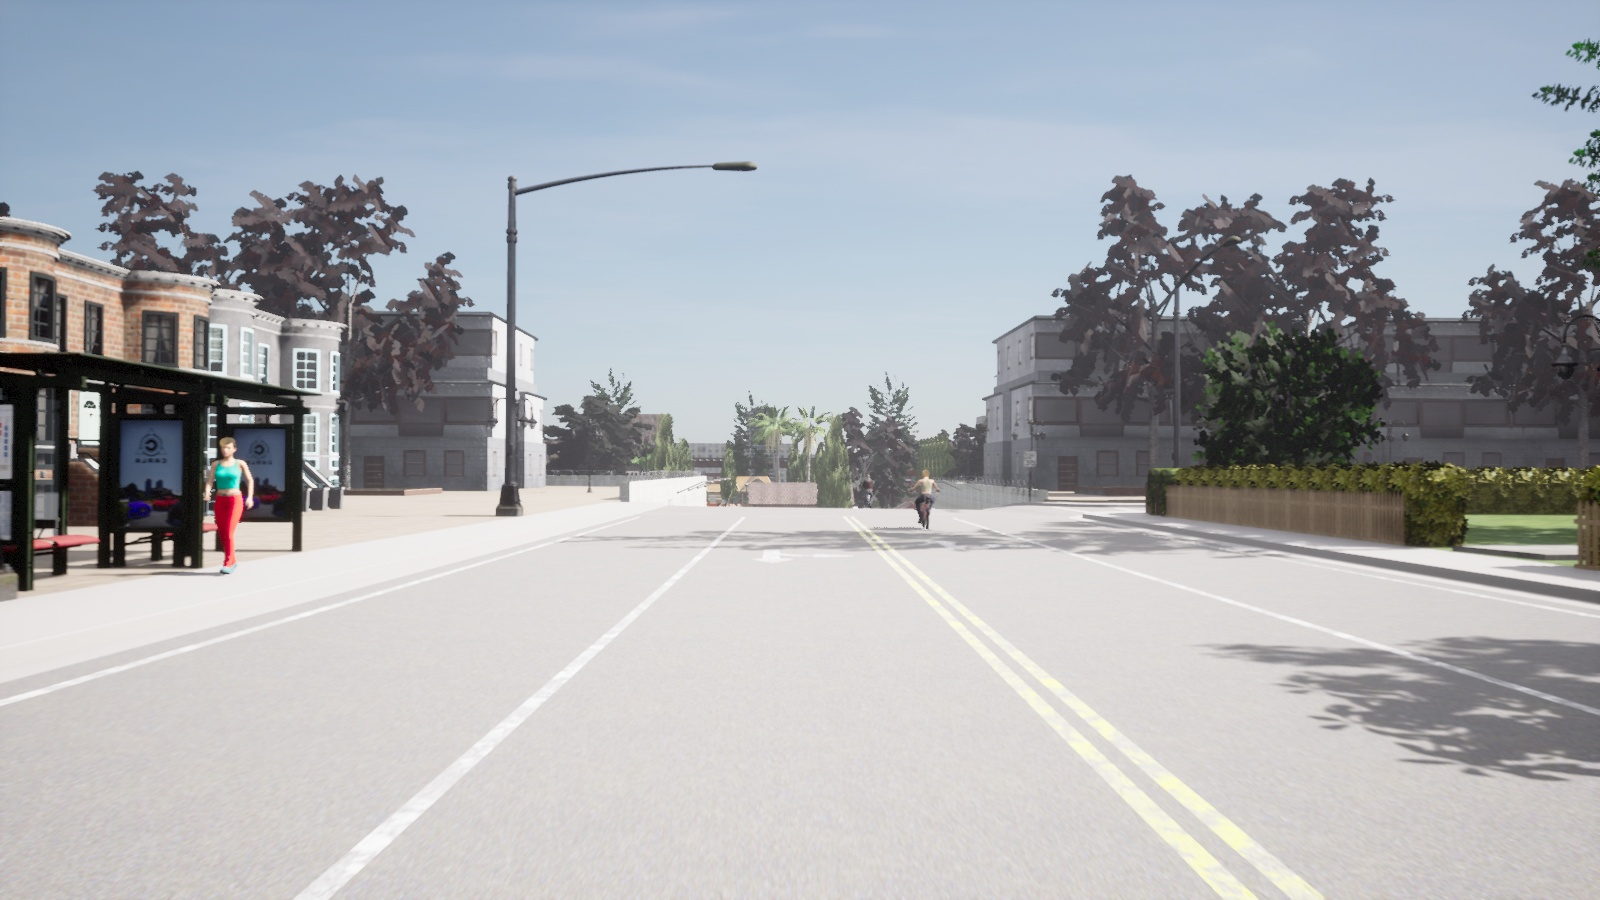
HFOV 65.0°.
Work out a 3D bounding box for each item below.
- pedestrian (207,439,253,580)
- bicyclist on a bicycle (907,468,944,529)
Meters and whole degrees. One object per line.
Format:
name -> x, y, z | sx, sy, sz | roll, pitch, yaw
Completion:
pedestrian -> -7.587, 0.785, 16.730 | 0.345, 1.836, 0.594 | 0, -1, -2
bicyclist on a bicycle -> 3.425, 1.313, 34.389 | 0.866, 1.612, 1.509 | 0, -1, 0
